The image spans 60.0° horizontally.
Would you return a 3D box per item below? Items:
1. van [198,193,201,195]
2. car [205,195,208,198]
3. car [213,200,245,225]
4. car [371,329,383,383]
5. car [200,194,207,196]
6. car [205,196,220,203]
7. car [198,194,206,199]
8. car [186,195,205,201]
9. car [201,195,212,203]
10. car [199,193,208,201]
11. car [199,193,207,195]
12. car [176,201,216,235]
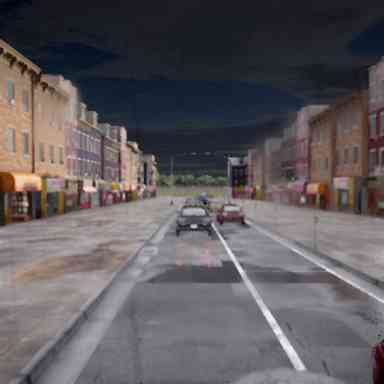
[{"bbox_3d":[2.598,1.061,72.832,1.690,1.788,3.998,-1,0,0],"label":"van"},{"bbox_3d":[2.611,1.395,39.638,2.008,1.369,4.403,-1,0,0],"label":"car"},{"bbox_3d":[2.616,1.490,23.041,1.802,1.307,4.206,-1,0,0],"label":"car"},{"bbox_3d":[2.616,1.311,0.910,2.192,1.841,5.009,-1,0,0],"label":"car"},{"bbox_3d":[2.609,1.368,50.702,1.947,1.339,4.313,-1,0,0],"label":"car"},{"bbox_3d":[2.612,1.390,34.275,1.752,1.417,4.829,-1,0,0],"label":"car"},{"bbox_3d":[2.599,1.226,89.430,1.947,1.339,4.313,-1,0,0],"label":"car"},{"bbox_3d":[0.090,1.401,36.779,2.033,1.411,5.357,0,0,0],"label":"car"},{"bbox_3d":[2.607,1.343,61.767,1.802,1.307,4.206,-1,0,0],"label":"car"},{"bbox_3d":[2.599,1.140,78.364,1.967,1.590,4.097,-1,0,0],"label":"car"},{"bbox_3d":[2.608,1.348,56.235,1.947,1.339,4.313,-1,0,0],"label":"car"},{"bbox_3d":[0.091,1.454,18.030,1.812,1.442,4.674,0,0,0],"label":"car"}]
